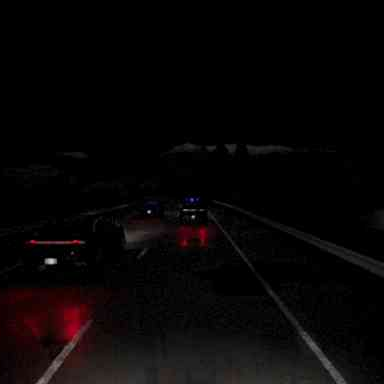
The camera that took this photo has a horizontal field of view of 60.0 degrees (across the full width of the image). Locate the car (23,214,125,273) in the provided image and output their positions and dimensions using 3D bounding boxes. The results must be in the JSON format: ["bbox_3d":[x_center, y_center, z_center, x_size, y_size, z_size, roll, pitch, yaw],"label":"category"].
[{"bbox_3d":[-3.403,1.442,10.444,2.128,1.511,4.902,0,0,0],"label":"car"}]

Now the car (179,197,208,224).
[{"bbox_3d":[0.095,1.380,23.803,2.128,1.511,4.902,0,0,0],"label":"car"}]

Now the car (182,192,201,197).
[{"bbox_3d":[-0.064,1.027,41.759,2.150,2.045,5.566,0,0,-1],"label":"car"}]

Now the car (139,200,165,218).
[{"bbox_3d":[-3.409,1.391,28.762,1.812,1.442,4.674,0,0,0],"label":"car"}]
